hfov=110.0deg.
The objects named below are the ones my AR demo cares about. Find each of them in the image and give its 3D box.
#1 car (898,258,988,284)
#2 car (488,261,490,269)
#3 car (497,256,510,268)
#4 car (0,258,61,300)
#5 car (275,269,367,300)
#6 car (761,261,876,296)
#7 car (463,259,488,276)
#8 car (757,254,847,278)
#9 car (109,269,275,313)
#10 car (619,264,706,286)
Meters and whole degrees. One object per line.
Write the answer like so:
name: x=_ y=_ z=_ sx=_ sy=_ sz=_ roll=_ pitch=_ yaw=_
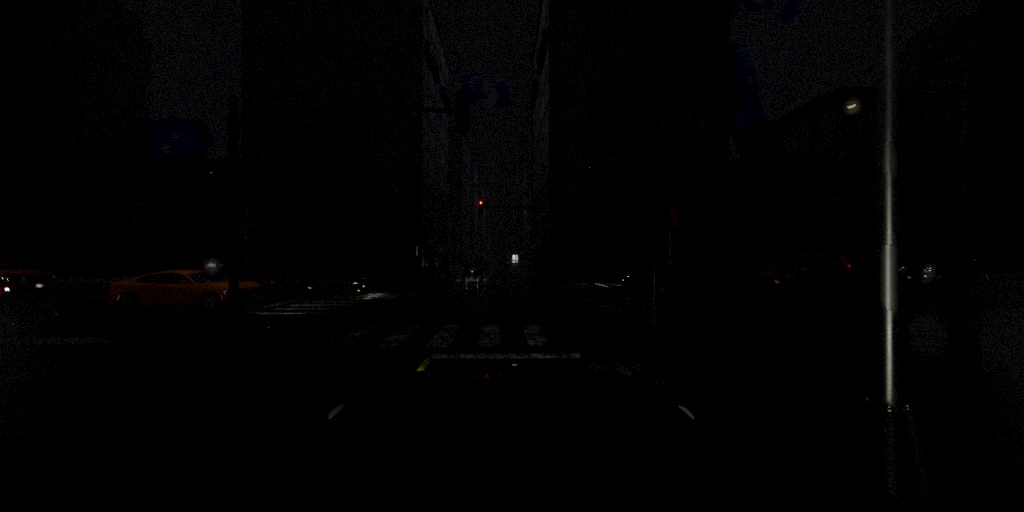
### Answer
car: x=30.072 y=0.981 z=25.122 sx=4.553 sy=1.767 sz=2.097 roll=0 pitch=0 yaw=-2
car: x=-4.263 y=1.284 z=47.893 sx=1.837 sy=1.490 sz=4.892 roll=0 pitch=0 yaw=-2
car: x=-1.502 y=1.150 z=63.211 sx=2.097 sy=1.767 sz=4.553 roll=0 pitch=0 yaw=-1
car: x=-24.899 y=1.061 z=16.733 sx=5.566 sy=2.045 sz=2.150 roll=0 pitch=0 yaw=-2
car: x=-9.408 y=1.340 z=17.659 sx=4.181 sy=1.385 sz=1.994 roll=0 pitch=0 yaw=-8
car: x=15.752 y=1.155 z=17.986 sx=5.008 sy=1.535 sz=1.882 roll=0 pitch=0 yaw=-2
car: x=-3.982 y=1.260 z=37.514 sx=2.128 sy=1.511 sz=4.902 roll=0 pitch=0 yaw=-2
car: x=20.180 y=0.883 z=24.826 sx=5.566 sy=2.045 sz=2.150 roll=0 pitch=0 yaw=-2
car: x=-12.273 y=1.266 z=13.714 sx=5.008 sy=1.535 sz=1.882 roll=0 pitch=0 yaw=2
car: x=10.222 y=1.243 z=24.519 sx=5.357 sy=1.411 sz=2.033 roll=0 pitch=0 yaw=-2
